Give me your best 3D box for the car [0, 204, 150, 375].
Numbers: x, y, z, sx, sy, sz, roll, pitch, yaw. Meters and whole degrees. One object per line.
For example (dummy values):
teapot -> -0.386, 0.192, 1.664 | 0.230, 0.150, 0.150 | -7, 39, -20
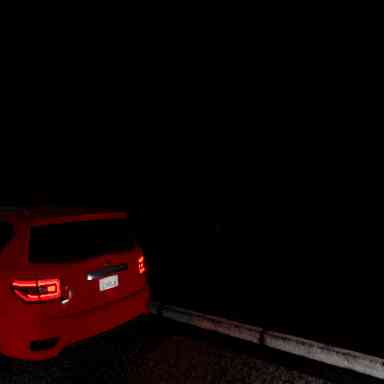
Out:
car -> -3.237, 1.229, 5.686 | 5.566, 2.045, 2.150 | 0, 0, 35
